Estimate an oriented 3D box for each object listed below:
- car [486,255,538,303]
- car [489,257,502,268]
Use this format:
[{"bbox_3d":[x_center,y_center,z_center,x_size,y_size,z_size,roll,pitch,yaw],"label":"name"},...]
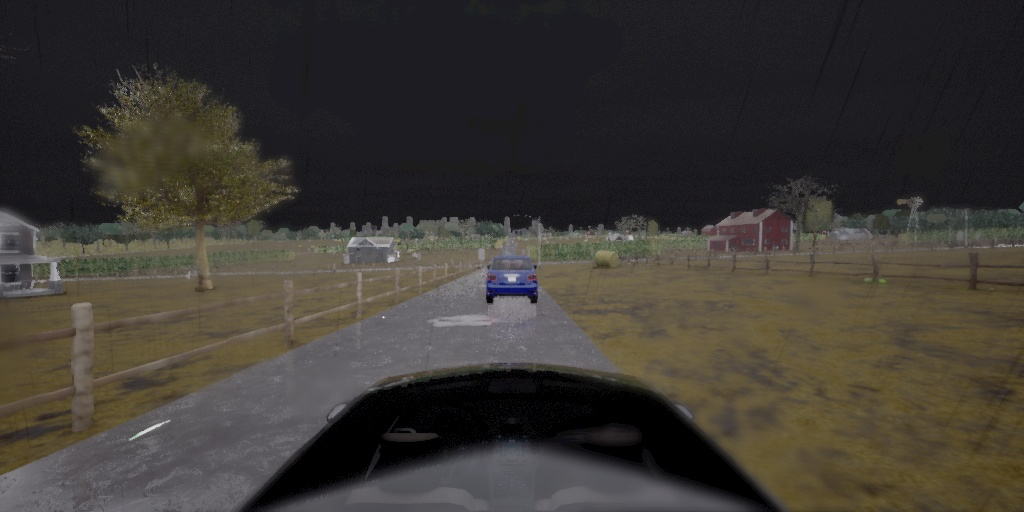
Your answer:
[{"bbox_3d":[0.000,0.993,16.539,2.150,2.045,5.566,0,0,0],"label":"car"},{"bbox_3d":[-2.749,1.029,60.572,2.097,1.767,4.553,0,0,0],"label":"car"}]
